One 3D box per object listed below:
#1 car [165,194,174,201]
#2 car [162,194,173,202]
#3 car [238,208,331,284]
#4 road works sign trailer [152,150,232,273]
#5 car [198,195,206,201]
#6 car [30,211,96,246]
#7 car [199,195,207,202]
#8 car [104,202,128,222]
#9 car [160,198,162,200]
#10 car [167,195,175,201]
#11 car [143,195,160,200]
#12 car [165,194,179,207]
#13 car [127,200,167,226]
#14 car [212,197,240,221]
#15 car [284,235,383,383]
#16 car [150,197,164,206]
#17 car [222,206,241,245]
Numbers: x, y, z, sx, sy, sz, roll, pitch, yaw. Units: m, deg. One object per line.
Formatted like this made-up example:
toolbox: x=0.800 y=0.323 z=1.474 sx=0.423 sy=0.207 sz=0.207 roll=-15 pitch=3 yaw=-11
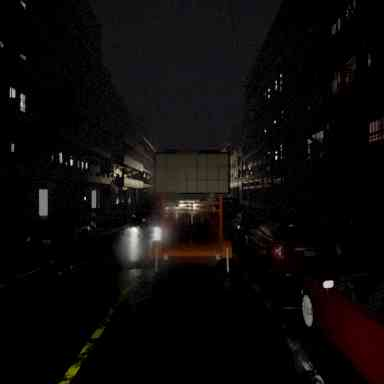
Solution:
car: x=-5.663 y=1.415 z=82.838 sx=1.967 sy=1.590 sz=4.097 roll=0 pitch=0 yaw=0
car: x=-5.664 y=1.293 z=77.202 sx=2.192 sy=1.841 sz=5.009 roll=0 pitch=0 yaw=0
car: x=2.694 y=1.440 z=9.559 sx=1.967 sy=1.590 sz=4.097 roll=0 pitch=0 yaw=0
road works sign trailer: x=0.003 y=0.464 z=10.692 sx=2.380 sy=3.560 sz=2.880 roll=0 pitch=0 yaw=0
car: x=2.719 y=1.517 z=88.468 sx=1.887 sy=1.381 sz=4.507 roll=0 pitch=0 yaw=0
car: x=-5.685 y=1.565 z=15.200 sx=1.947 sy=1.339 sz=4.313 roll=0 pitch=0 yaw=0
car: x=2.715 y=1.503 z=77.365 sx=1.752 sy=1.417 sz=4.829 roll=0 pitch=0 yaw=0
car: x=-5.681 y=1.523 z=26.304 sx=1.752 sy=1.417 sz=4.829 roll=0 pitch=0 yaw=0
car: x=-5.673 y=1.305 z=49.020 sx=2.192 sy=1.841 sz=5.009 roll=0 pitch=0 yaw=0
car: x=-5.662 y=1.516 z=88.475 sx=1.887 sy=1.381 sz=4.507 roll=0 pitch=0 yaw=0
car: x=-5.676 y=1.432 z=43.384 sx=1.967 sy=1.590 sz=4.097 roll=0 pitch=0 yaw=0
car: x=-2.985 y=1.495 z=49.688 sx=1.837 sy=1.490 sz=4.892 roll=0 pitch=0 yaw=0
car: x=-3.080 y=1.524 z=23.651 sx=1.812 sy=1.442 sz=4.674 roll=0 pitch=0 yaw=0
car: x=2.701 y=1.312 z=26.468 sx=2.192 sy=1.841 sz=5.009 roll=0 pitch=0 yaw=0
car: x=2.693 y=1.545 z=3.922 sx=1.887 sy=1.381 sz=4.507 roll=0 pitch=0 yaw=0
car: x=-5.673 y=1.570 z=54.657 sx=1.802 sy=1.307 sz=4.206 roll=0 pitch=0 yaw=0
car: x=2.696 y=1.550 z=15.195 sx=2.008 sy=1.369 sz=4.403 roll=0 pitch=0 yaw=0
